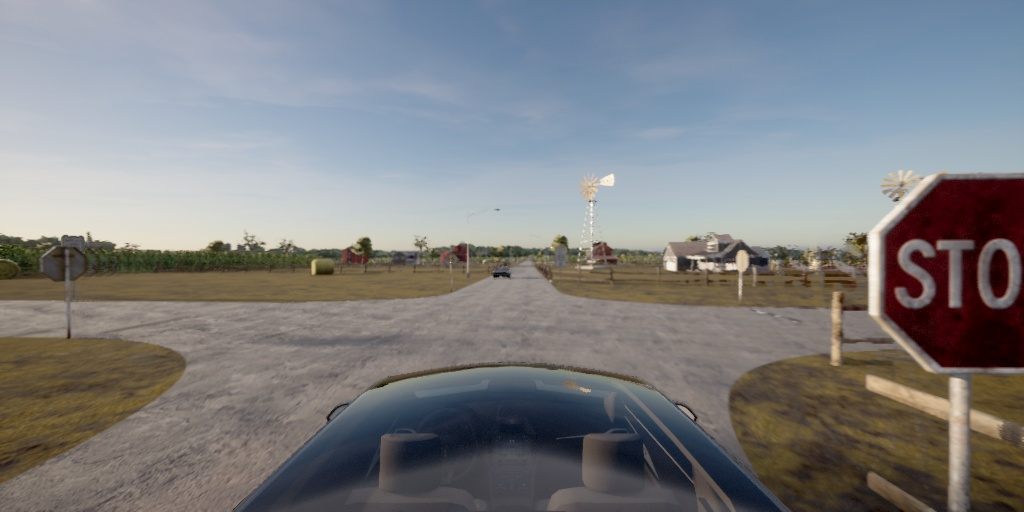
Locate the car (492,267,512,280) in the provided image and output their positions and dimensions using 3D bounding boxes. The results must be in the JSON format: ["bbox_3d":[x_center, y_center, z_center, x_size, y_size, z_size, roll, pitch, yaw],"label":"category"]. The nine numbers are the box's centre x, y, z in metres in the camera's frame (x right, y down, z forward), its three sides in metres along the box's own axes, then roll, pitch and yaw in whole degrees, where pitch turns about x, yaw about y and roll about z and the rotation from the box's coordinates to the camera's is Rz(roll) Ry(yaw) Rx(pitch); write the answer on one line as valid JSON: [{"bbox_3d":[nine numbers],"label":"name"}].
[{"bbox_3d":[-1.039,1.805,38.316,1.895,1.301,4.718,0,-1,3],"label":"car"}]
